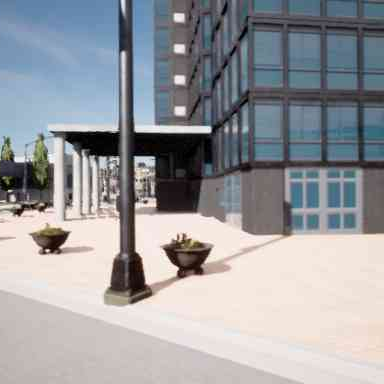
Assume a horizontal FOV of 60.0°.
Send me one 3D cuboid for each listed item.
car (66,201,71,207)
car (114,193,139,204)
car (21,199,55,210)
[{"bbox_3d":[-22.148,1.799,53.918,1.895,1.301,4.718,-1,0,38],"label":"car"},{"bbox_3d":[-13.190,1.325,67.020,2.150,2.045,5.566,-1,0,33],"label":"car"},{"bbox_3d":[-21.368,1.793,45.719,1.895,1.301,4.718,-1,0,10],"label":"car"}]
